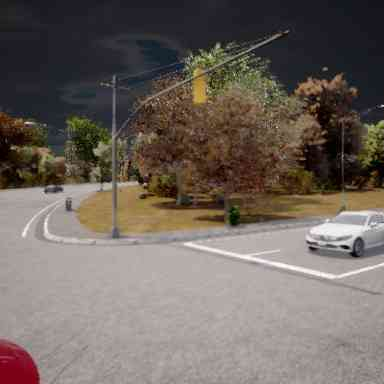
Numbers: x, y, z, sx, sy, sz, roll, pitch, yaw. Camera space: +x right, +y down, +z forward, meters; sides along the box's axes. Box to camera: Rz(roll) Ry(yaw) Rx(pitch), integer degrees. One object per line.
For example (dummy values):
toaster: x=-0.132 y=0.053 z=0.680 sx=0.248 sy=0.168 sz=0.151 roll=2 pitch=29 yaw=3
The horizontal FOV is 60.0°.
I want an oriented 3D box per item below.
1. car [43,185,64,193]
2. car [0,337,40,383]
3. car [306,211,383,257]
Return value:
car: x=-24.236 y=-0.565 z=58.446 sx=2.033 sy=1.411 sz=5.357 roll=0 pitch=4 yaw=-1
car: x=-3.331 y=1.479 z=1.371 sx=5.008 sy=1.535 sz=1.882 roll=0 pitch=0 yaw=-35
car: x=6.386 y=1.479 z=12.848 sx=4.674 sy=1.442 sz=1.812 roll=-1 pitch=0 yaw=-35
